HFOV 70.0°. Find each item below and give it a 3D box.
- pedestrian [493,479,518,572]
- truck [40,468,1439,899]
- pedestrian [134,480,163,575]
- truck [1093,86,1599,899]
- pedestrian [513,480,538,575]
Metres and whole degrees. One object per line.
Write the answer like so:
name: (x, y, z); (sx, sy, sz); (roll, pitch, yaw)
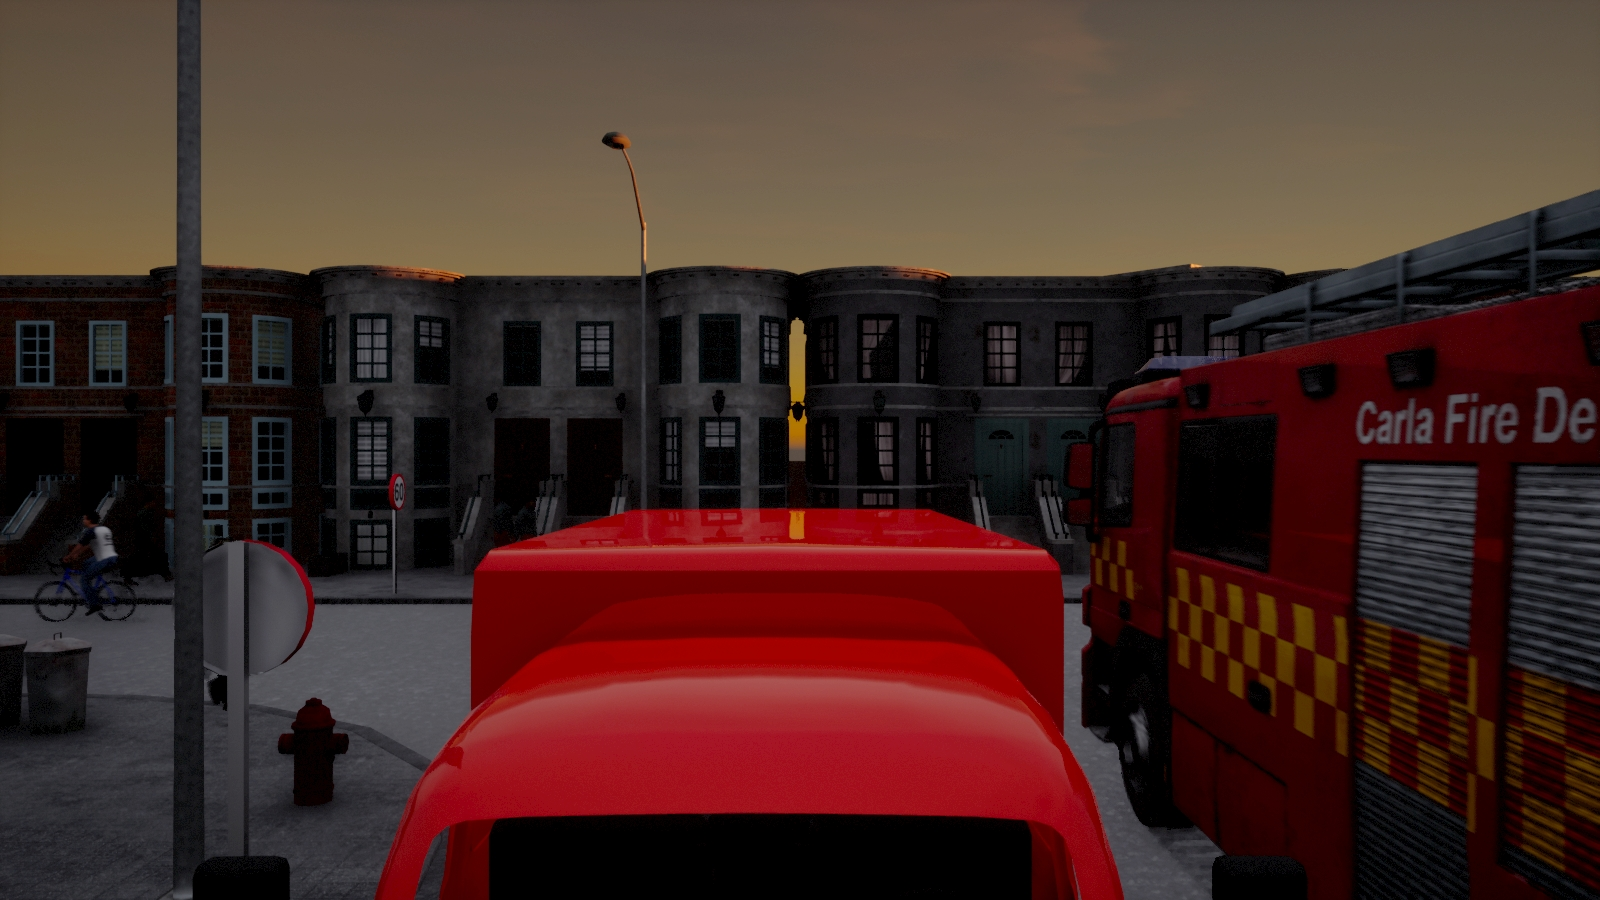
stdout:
pedestrian: (-5.993, 1.526, 23.284); (0.375, 1.860, 0.375); (0, 0, 10)
truck: (-0.117, 1.348, 4.748); (2.627, 2.467, 5.204); (0, 0, 0)
pedestrian: (-12.858, 1.524, 22.565); (0.375, 1.860, 0.375); (0, 0, -7)
truck: (4.160, 0.671, 6.262); (2.891, 3.827, 8.468); (0, 0, 0)
pedestrian: (-5.421, 1.524, 22.571); (0.375, 1.860, 0.375); (0, 0, 9)
